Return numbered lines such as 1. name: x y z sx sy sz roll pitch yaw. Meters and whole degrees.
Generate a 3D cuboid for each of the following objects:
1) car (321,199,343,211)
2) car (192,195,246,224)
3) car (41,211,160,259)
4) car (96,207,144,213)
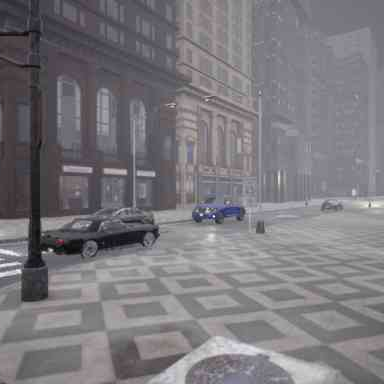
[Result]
1. car: 17.885 1.656 42.487 1.812 1.442 4.674 0 0 36
2. car: 2.253 1.295 26.135 2.150 2.045 5.566 0 0 35
3. car: -3.357 1.626 12.780 1.895 1.301 4.718 0 0 36
4. car: -3.995 1.533 17.409 2.128 1.511 4.902 0 0 34
